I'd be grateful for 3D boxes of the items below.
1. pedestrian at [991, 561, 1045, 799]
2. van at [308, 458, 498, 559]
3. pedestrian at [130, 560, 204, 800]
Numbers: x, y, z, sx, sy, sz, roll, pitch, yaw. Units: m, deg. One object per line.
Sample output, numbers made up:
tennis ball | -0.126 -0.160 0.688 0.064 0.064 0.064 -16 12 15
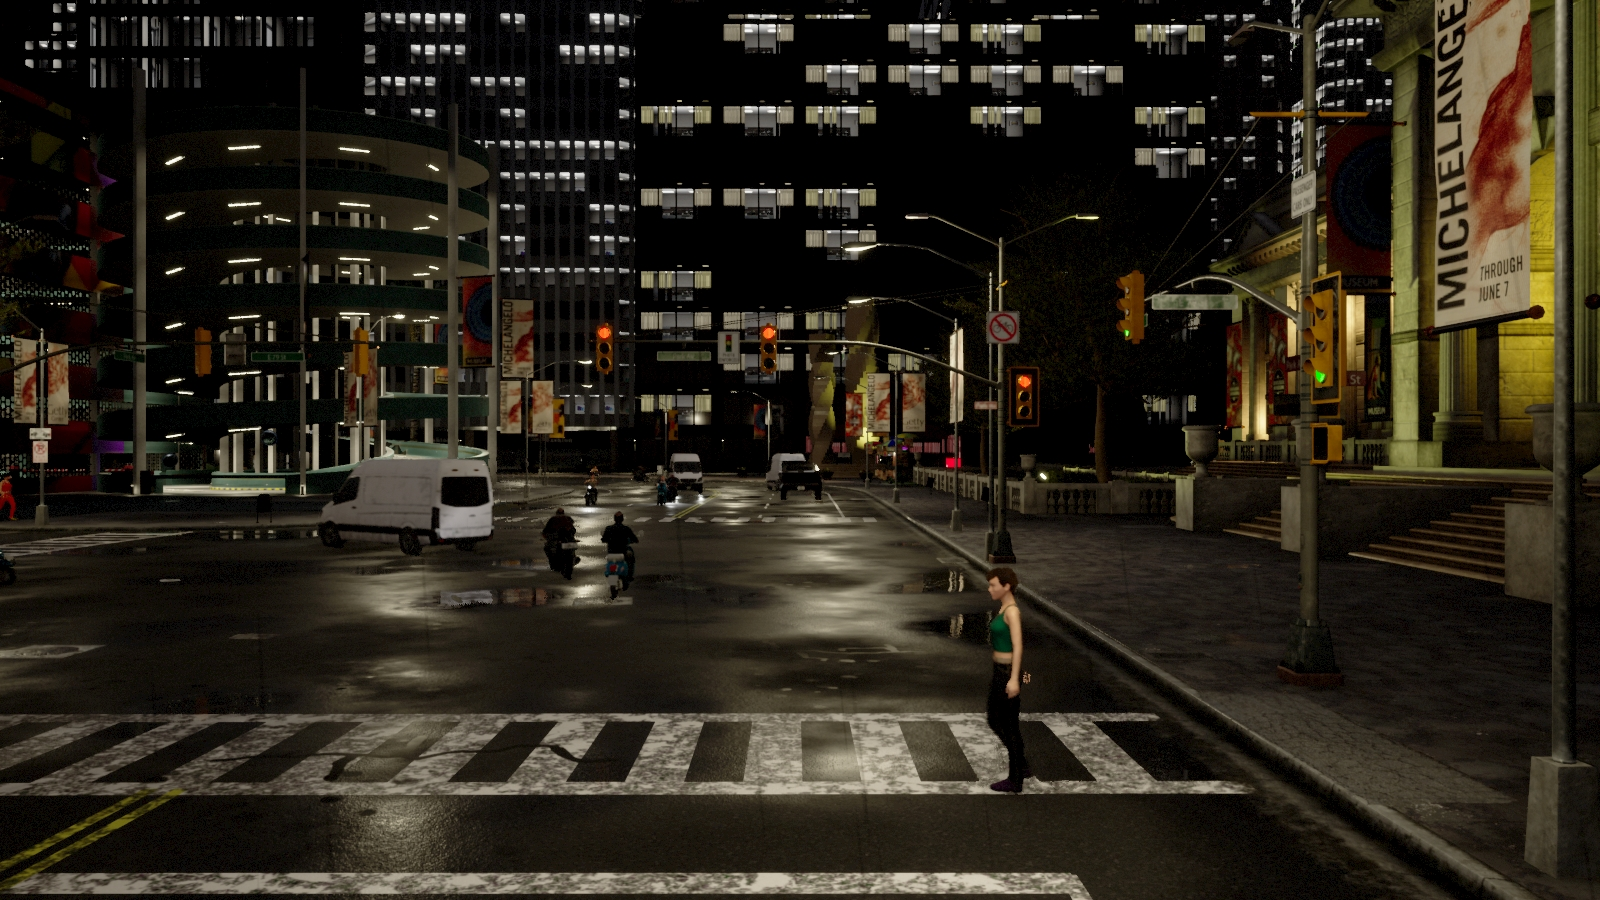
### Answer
pedestrian | 1.768 1.849 9.293 0.375 1.860 0.375 0 0 2
van | -11.231 1.535 32.099 5.915 2.561 1.988 0 -1 36
pedestrian | -5.156 1.848 9.310 0.375 1.860 0.375 0 0 18
